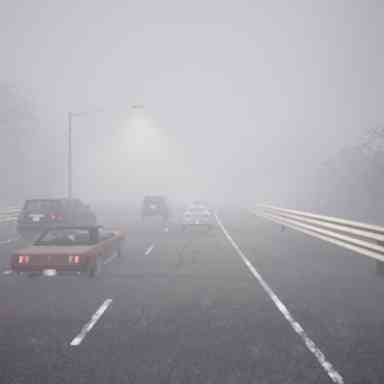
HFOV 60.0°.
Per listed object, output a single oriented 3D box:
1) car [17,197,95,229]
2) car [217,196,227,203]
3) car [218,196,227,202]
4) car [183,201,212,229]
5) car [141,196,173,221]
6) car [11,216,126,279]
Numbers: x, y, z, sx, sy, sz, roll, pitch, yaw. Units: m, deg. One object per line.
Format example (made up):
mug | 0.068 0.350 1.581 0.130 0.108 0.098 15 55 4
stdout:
car | -6.752 1.283 17.208 2.150 2.045 5.566 0 0 1
car | 6.687 1.647 73.952 1.812 1.442 4.674 0 0 6
car | 7.878 1.697 85.333 2.128 1.511 4.902 0 0 6
car | 0.360 1.593 22.081 1.812 1.442 4.674 0 0 1
car | -2.956 1.317 28.650 2.150 2.045 5.566 0 0 2
car | -3.350 1.635 10.128 1.895 1.301 4.718 0 0 1
